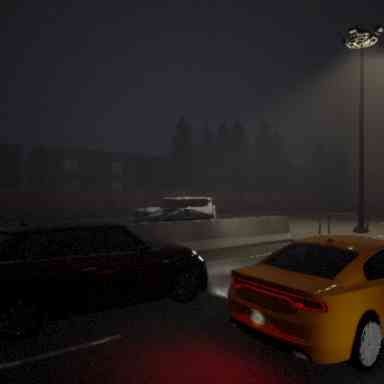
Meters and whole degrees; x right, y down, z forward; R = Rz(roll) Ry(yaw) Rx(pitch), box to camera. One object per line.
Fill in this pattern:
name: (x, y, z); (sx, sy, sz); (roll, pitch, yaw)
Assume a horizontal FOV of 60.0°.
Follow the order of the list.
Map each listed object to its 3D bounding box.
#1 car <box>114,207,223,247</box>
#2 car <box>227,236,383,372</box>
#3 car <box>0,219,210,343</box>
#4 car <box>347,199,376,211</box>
car: (-1.044, 1.545, 16.170); (4.902, 1.511, 2.128); (1, 0, -36)
car: (2.876, 1.513, 5.802); (5.008, 1.535, 1.882); (0, 0, -36)
car: (-1.855, 1.367, 6.720); (4.553, 1.767, 2.097); (0, 0, -35)
car: (21.177, 1.588, 41.421); (4.674, 1.442, 1.812); (0, 0, -37)
